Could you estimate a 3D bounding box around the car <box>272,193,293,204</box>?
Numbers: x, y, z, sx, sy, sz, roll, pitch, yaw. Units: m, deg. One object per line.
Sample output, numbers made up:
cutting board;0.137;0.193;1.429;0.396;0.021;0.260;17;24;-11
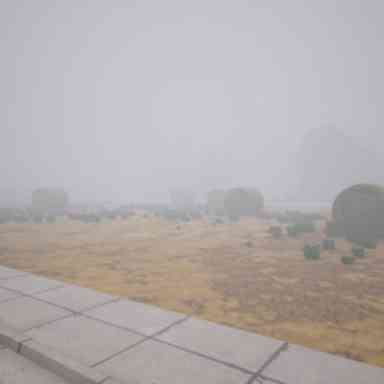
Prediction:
car;17.562;1.139;64.060;3.866;1.878;1.905;-2;6;-11
